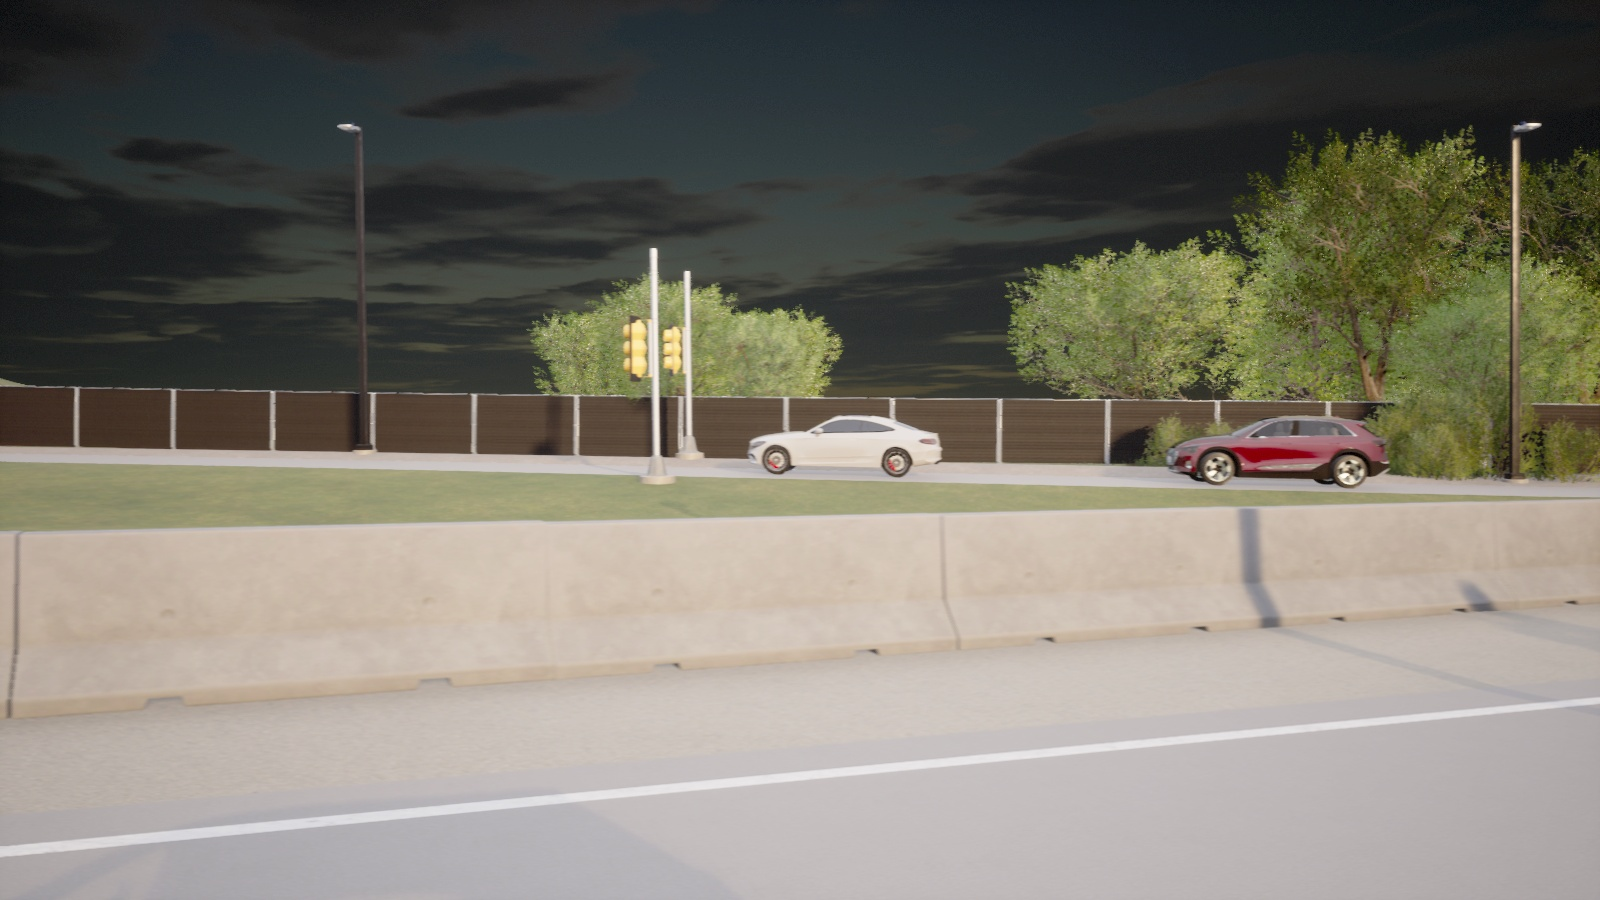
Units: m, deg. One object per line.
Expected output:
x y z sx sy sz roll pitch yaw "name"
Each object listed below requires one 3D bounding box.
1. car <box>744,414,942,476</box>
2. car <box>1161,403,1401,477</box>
1.089 -0.147 30.377 4.674 1.442 1.812 0 2 6 "car"
11.114 -0.242 29.308 4.856 1.649 2.033 0 2 6 "car"
